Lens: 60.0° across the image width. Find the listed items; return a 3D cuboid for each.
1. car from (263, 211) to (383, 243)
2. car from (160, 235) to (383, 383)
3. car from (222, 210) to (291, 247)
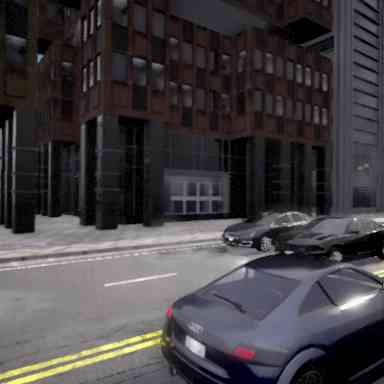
[{"bbox_3d":[4.897,1.534,11.173,5.008,1.535,1.882,0,0,-36],"label":"car"},{"bbox_3d":[1.666,1.583,4.629,4.181,1.385,1.994,0,0,-36],"label":"car"},{"bbox_3d":[3.467,1.564,14.144,4.892,1.490,1.837,0,0,-36],"label":"car"}]
